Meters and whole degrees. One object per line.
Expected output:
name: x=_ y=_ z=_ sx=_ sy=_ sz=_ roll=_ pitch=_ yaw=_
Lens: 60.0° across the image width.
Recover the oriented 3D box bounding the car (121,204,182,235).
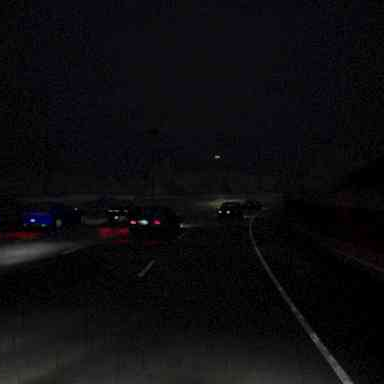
car: x=-1.889 y=1.515 z=18.543 sx=2.033 sy=1.411 sz=5.357 roll=0 pitch=0 yaw=9

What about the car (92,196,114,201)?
car: x=-14.456 y=1.379 z=53.825 sx=2.128 sy=1.511 sz=4.902 roll=0 pitch=0 yaw=21

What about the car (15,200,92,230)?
car: x=-8.544 y=1.427 z=21.067 sx=1.882 sy=1.535 sz=5.008 roll=0 pitch=0 yaw=9

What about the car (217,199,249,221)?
car: x=3.197 y=1.512 z=26.849 sx=2.033 sy=1.411 sz=5.357 roll=0 pitch=0 yaw=12

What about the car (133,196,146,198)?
car: x=-9.250 y=1.438 z=57.726 sx=2.033 sy=1.411 sz=5.357 roll=0 pitch=0 yaw=21

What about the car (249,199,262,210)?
car: x=7.637 y=1.513 z=42.312 sx=1.994 sy=1.385 sz=4.181 roll=0 pitch=0 yaw=19

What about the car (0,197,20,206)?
car: x=-22.629 y=1.397 z=39.675 sx=1.837 sy=1.490 sz=4.892 roll=0 pitch=0 yaw=15

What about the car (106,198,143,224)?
car: x=-4.483 y=1.445 z=23.984 sx=2.128 sy=1.511 sz=4.902 roll=0 pitch=0 yaw=10
